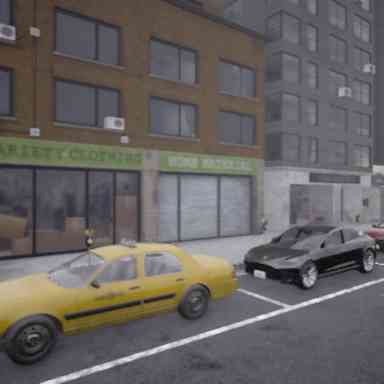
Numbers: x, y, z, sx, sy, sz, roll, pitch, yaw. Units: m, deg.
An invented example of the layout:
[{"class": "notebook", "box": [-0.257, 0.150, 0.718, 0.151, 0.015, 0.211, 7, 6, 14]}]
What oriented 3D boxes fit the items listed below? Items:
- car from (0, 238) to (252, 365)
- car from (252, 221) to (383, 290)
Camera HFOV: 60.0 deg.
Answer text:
[{"class": "car", "box": [-1.357, 1.533, 5.800, 4.829, 1.417, 1.752, 0, 0, -36]}, {"class": "car", "box": [3.394, 1.595, 9.194, 4.313, 1.339, 1.947, 0, 0, -36]}]
